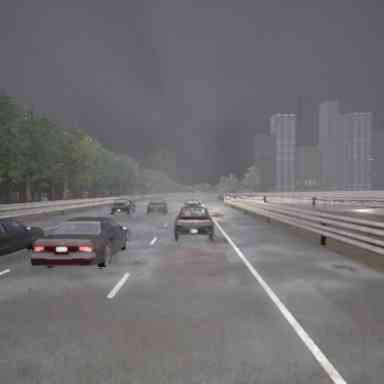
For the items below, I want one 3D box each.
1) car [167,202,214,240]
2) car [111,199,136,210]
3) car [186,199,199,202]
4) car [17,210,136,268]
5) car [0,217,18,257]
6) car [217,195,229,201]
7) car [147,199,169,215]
[{"bbox_3d":[0.091,1.482,16.900,2.128,1.511,4.902,0,0,0],"label":"car"},{"bbox_3d":[-6.913,1.464,33.890,1.837,1.490,4.892,0,0,0],"label":"car"},{"bbox_3d":[0.086,1.482,34.977,1.812,1.442,4.674,0,0,0],"label":"car"},{"bbox_3d":[-3.405,1.543,11.192,2.033,1.411,5.357,0,0,0],"label":"car"},{"bbox_3d":[-6.905,1.543,11.154,2.033,1.411,5.357,0,0,0],"label":"car"},{"bbox_3d":[7.066,1.381,75.868,1.994,1.385,4.181,0,0,-9],"label":"car"},{"bbox_3d":[-3.411,1.451,33.742,2.128,1.511,4.902,0,0,0],"label":"car"}]
